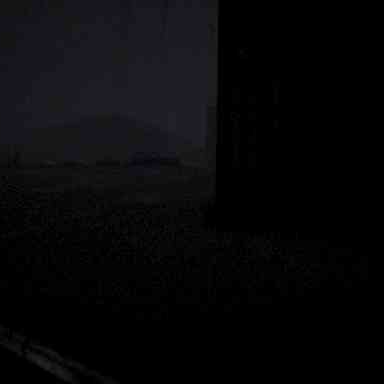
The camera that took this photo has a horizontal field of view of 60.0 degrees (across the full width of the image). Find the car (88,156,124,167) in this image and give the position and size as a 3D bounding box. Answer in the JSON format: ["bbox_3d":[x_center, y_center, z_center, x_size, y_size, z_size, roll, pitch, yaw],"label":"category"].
[{"bbox_3d":[-9.031,-3.307,38.003,4.553,1.767,2.185,1,1,26],"label":"car"}]

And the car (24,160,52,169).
[{"bbox_3d":[-18.938,-3.343,42.918,4.674,1.452,2.002,1,1,28],"label":"car"}]

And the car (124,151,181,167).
[{"bbox_3d":[-3.934,-3.299,35.658,5.566,2.045,2.435,1,1,25],"label":"car"}]

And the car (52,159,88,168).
[{"bbox_3d":[-14.109,-3.292,40.453,4.892,1.521,2.231,1,1,27],"label":"car"}]

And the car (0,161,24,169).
[{"bbox_3d":[-23.798,-3.443,45.531,4.792,1.488,2.163,1,1,29],"label":"car"}]
